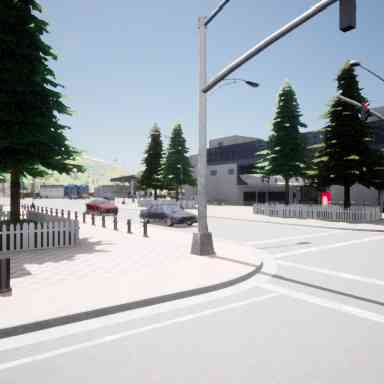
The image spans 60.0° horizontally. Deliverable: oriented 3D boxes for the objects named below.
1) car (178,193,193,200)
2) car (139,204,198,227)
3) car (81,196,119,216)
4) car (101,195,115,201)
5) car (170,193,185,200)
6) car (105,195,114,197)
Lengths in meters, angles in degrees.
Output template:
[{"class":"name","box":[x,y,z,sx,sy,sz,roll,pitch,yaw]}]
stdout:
[{"class":"car","box":[-1.776,1.092,88.018,1.905,1.878,3.866,0,0,-37]},{"class":"car","box":[-1.790,1.563,23.252,2.033,1.411,5.357,0,0,-37]},{"class":"car","box":[-8.904,1.493,32.703,1.882,1.535,5.008,0,0,-37]},{"class":"car","box":[-20.905,1.400,82.753,1.970,1.475,3.806,0,0,-37]},{"class":"car","box":[-3.866,1.113,85.958,1.932,1.855,4.605,0,0,-37]},{"class":"car","box":[-18.887,1.389,75.015,1.845,1.501,3.633,0,0,-37]}]
